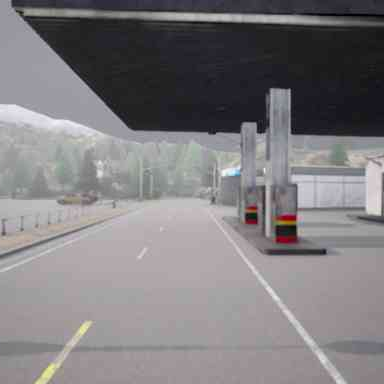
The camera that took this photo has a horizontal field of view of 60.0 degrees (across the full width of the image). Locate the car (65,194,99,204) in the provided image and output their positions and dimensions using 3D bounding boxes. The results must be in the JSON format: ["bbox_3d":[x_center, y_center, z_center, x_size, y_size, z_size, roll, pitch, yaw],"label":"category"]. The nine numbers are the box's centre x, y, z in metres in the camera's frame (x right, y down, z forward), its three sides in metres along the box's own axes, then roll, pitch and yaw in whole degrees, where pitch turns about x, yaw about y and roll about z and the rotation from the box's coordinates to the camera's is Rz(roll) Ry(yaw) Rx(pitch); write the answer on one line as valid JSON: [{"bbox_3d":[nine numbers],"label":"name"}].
[{"bbox_3d":[-16.539,1.044,50.141,4.514,1.523,2.007,0,0,-1],"label":"car"}]

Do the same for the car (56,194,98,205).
[{"bbox_3d":[-16.466,1.052,47.005,5.027,1.636,2.152,0,0,-1],"label":"car"}]
